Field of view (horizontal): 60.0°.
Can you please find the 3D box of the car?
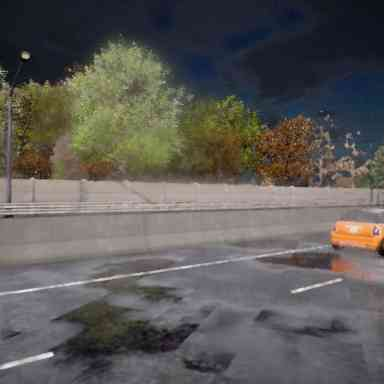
[{"bbox_3d":[7.804,1.486,13.730,4.553,1.767,2.097,1,-1,-35],"label":"car"}]
